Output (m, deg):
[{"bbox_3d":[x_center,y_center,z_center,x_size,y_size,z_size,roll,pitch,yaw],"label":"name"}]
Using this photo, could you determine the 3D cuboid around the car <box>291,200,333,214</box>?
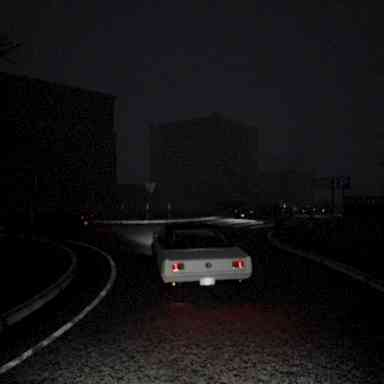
[{"bbox_3d":[18.792,2.368,52.149,5.566,2.045,2.435,0,-3,37],"label":"car"}]

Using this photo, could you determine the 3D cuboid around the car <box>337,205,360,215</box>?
[{"bbox_3d":[24.410,2.824,51.817,2.128,1.511,4.902,0,-3,38],"label":"car"}]

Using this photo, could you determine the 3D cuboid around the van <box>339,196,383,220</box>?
[{"bbox_3d":[13.761,1.266,24.833,4.442,1.987,1.878,0,-2,37],"label":"van"}]

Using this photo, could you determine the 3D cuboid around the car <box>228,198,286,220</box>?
[{"bbox_3d":[5.365,1.410,26.780,2.033,1.411,5.357,0,-1,37],"label":"car"}]

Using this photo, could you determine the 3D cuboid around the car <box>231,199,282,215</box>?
[{"bbox_3d":[7.025,1.619,36.568,5.008,1.535,2.097,0,-2,37],"label":"car"}]

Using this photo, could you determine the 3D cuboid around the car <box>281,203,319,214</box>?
[{"bbox_3d":[15.442,2.372,47.675,4.674,1.452,2.002,0,-3,37],"label":"car"}]

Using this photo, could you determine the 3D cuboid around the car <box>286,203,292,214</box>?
[{"bbox_3d":[8.740,1.633,38.772,4.553,1.767,2.185,0,-3,37],"label":"car"}]

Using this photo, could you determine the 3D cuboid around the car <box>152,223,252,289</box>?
[{"bbox_3d":[-0.052,1.477,8.858,1.895,1.301,4.718,0,1,-9],"label":"car"}]

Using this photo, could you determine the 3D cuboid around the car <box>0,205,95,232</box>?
[{"bbox_3d":[-7.847,1.367,17.988,4.718,1.301,1.895,0,1,6],"label":"car"}]

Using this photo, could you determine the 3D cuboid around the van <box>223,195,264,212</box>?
[{"bbox_3d":[5.270,1.274,34.431,4.442,1.987,1.878,0,-2,37],"label":"van"}]

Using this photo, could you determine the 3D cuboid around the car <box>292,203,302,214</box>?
[{"bbox_3d":[13.835,2.235,45.551,4.674,1.452,2.002,0,-3,37],"label":"car"}]

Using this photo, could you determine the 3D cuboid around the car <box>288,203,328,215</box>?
[{"bbox_3d":[17.347,2.480,49.888,5.366,1.575,1.946,0,-3,37],"label":"car"}]

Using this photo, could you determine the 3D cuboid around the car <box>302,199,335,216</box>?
[{"bbox_3d":[15.701,1.815,40.406,2.150,2.045,5.566,0,-3,37],"label":"car"}]
